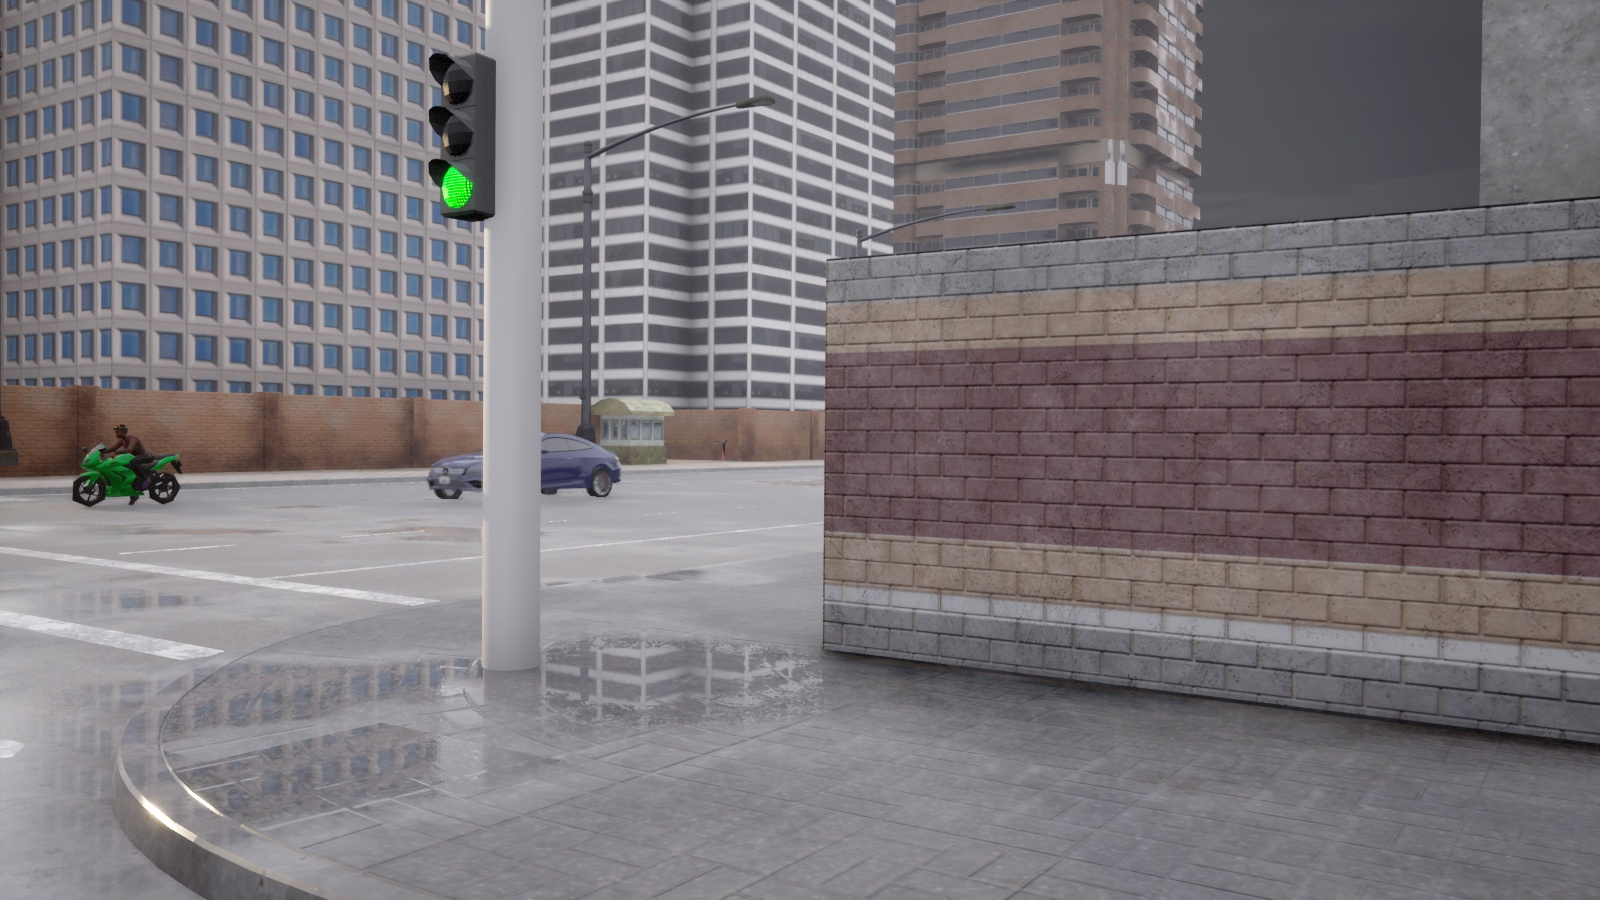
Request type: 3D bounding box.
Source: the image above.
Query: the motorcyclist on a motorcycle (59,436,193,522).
[{"bbox_3d":[-12.533,0.507,23.413,0.797,1.523,2.044,0,1,34],"label":"motorcyclist on a motorcycle"}]

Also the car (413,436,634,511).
[{"bbox_3d":[-5.835,0.440,27.071,1.812,1.442,4.674,0,1,34],"label":"car"}]
